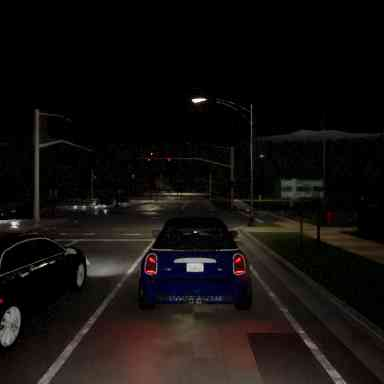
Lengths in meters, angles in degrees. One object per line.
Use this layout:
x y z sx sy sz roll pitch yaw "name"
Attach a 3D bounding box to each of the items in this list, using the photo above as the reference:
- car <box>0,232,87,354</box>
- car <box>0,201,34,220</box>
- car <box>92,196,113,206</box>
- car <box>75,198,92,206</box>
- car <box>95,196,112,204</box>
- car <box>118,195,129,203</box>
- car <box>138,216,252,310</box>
-3.442 1.505 6.092 1.837 1.490 4.892 0 0 0 "car"
-14.932 1.525 28.628 1.812 1.442 4.674 0 0 1 "car"
-14.509 1.503 55.236 1.837 1.490 4.892 0 0 1 "car"
-18.000 1.601 55.809 1.895 1.301 4.718 0 0 1 "car"
-17.745 1.522 67.102 2.128 1.511 4.902 0 0 1 "car"
-14.225 1.498 68.338 1.837 1.490 4.892 0 0 1 "car"
0.068 1.352 7.997 2.097 1.767 4.553 0 0 0 "car"
